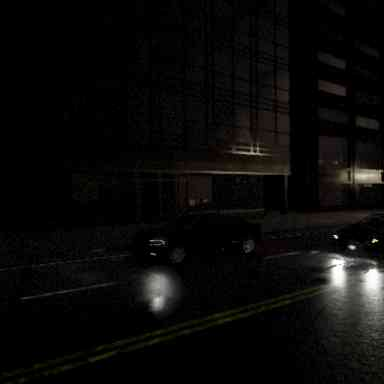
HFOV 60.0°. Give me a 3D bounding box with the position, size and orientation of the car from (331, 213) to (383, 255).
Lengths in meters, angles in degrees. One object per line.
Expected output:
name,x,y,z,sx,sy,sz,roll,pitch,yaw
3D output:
car,7.796,1.556,13.229,5.357,1.411,2.033,0,0,-35

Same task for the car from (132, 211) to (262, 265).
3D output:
car,0.322,1.482,11.899,5.008,1.535,1.882,0,0,-35
